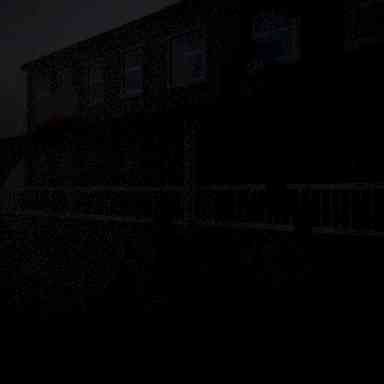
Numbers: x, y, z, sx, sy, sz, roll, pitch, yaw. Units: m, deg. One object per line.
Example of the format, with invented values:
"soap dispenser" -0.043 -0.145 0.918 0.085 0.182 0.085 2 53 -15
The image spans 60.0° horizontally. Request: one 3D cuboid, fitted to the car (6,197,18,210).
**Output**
"car" -15.690 1.201 27.444 1.994 1.385 4.181 0 13 34
